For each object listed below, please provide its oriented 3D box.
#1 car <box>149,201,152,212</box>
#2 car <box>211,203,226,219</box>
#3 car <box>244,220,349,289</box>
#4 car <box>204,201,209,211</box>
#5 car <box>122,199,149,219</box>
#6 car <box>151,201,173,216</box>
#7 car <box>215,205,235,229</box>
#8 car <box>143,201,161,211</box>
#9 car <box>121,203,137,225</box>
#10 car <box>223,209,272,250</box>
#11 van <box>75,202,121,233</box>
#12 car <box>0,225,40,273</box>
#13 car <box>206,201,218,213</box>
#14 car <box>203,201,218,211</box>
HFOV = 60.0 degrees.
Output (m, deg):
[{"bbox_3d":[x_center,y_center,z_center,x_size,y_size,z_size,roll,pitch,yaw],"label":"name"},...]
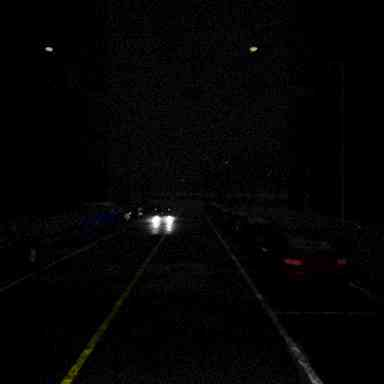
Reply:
[{"bbox_3d":[-5.805,1.971,43.159,1.947,1.339,4.313,-1,-1,0],"label":"car"},{"bbox_3d":[2.736,1.807,26.129,1.802,1.307,4.206,-1,-1,0],"label":"car"},{"bbox_3d":[2.751,1.658,9.122,1.802,1.307,4.206,0,0,0],"label":"car"},{"bbox_3d":[2.720,1.949,43.136,1.887,1.381,4.507,-1,-1,0],"label":"car"},{"bbox_3d":[-5.796,1.597,31.822,2.192,1.841,5.009,0,-1,0],"label":"car"},{"bbox_3d":[-3.127,1.939,37.232,1.895,1.301,4.718,0,-1,0],"label":"car"},{"bbox_3d":[2.741,1.724,20.461,2.008,1.369,4.403,0,-1,0],"label":"car"},{"bbox_3d":[-5.809,2.022,48.827,2.008,1.369,4.403,-1,-1,0],"label":"car"},{"bbox_3d":[-5.789,1.808,26.152,1.802,1.307,4.206,0,-1,0],"label":"car"},{"bbox_3d":[2.745,1.675,14.792,2.008,1.369,4.403,0,-1,0],"label":"car"},{"bbox_3d":[-5.786,1.516,20.486,1.690,1.788,3.998,0,0,0],"label":"van"},{"bbox_3d":[-5.775,1.628,9.146,2.008,1.369,4.403,0,0,0],"label":"car"},{"bbox_3d":[2.730,1.832,31.798,2.008,1.369,4.403,-1,-1,0],"label":"car"},{"bbox_3d":[2.715,2.036,48.804,1.947,1.339,4.313,-1,-1,0],"label":"car"}]
